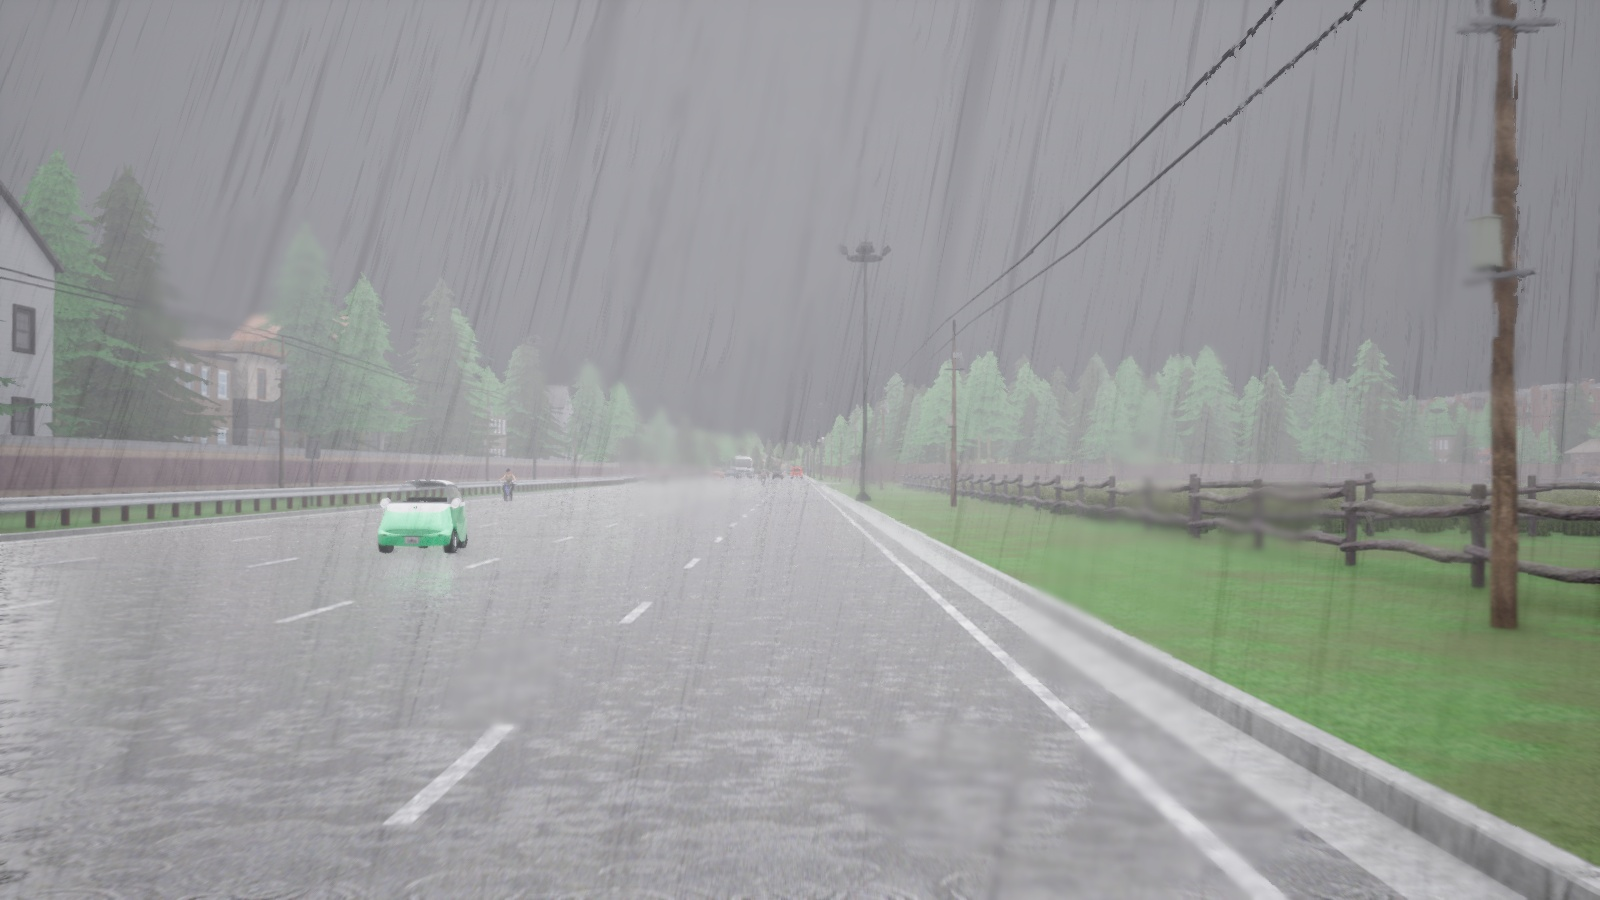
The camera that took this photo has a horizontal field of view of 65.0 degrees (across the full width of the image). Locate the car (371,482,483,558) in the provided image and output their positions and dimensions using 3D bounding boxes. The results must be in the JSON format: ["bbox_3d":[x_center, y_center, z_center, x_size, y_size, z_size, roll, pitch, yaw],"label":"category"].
[{"bbox_3d":[-7.058,1.299,23.951,1.481,1.376,2.207,0,-1,0],"label":"car"}]
